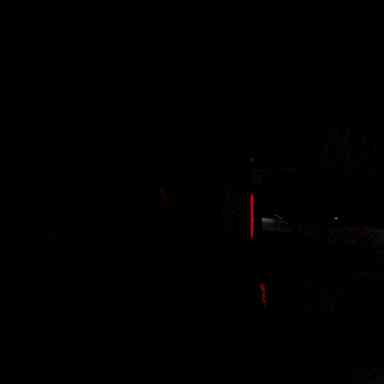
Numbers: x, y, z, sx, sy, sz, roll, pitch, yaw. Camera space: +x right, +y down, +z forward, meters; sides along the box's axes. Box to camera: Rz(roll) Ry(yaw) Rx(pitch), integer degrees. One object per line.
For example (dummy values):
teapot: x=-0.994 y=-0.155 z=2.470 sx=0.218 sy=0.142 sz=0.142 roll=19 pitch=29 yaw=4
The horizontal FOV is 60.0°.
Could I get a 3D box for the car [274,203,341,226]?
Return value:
car: x=8.019 y=1.491 z=23.599 sx=2.128 sy=1.511 sz=4.902 roll=0 pitch=0 yaw=-33
